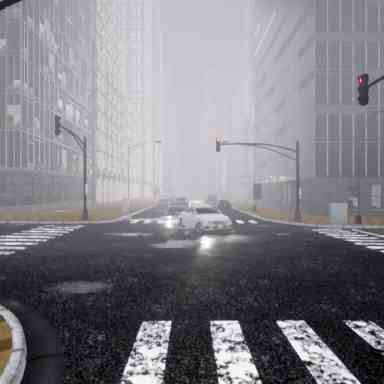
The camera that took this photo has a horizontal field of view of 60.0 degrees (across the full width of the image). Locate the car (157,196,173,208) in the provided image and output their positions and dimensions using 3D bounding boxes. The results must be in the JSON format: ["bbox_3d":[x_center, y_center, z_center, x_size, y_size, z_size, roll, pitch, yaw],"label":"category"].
[{"bbox_3d":[-4.027,1.592,47.283,1.802,1.307,4.206,0,0,0],"label":"car"}]

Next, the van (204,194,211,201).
[{"bbox_3d":[3.712,1.320,80.482,1.690,1.788,3.998,0,0,0],"label":"van"}]

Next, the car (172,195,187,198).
[{"bbox_3d":[-1.559,1.516,48.434,1.837,1.490,4.892,0,-1,0],"label":"car"}]

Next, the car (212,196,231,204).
[{"bbox_3d":[3.926,1.579,41.791,1.947,1.339,4.313,0,0,0],"label":"car"}]

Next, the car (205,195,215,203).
[{"bbox_3d":[3.759,1.431,69.428,1.967,1.590,4.097,0,0,0],"label":"car"}]

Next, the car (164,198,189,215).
[{"bbox_3d":[-1.507,1.617,34.304,1.895,1.301,4.718,0,0,0],"label":"car"}]

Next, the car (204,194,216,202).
[{"bbox_3d":[3.783,1.312,63.899,2.192,1.841,5.009,0,0,0],"label":"car"}]

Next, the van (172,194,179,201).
[{"bbox_3d":[-4.191,1.314,85.976,1.690,1.788,3.998,0,0,0],"label":"van"}]

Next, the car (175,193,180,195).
[{"bbox_3d":[-4.145,1.425,74.922,1.967,1.590,4.097,0,0,0],"label":"car"}]

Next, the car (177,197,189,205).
[{"bbox_3d":[-1.579,1.601,60.656,1.895,1.301,4.718,0,0,0],"label":"car"}]

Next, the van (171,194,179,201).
[{"bbox_3d":[-4.168,1.320,80.449,1.690,1.788,3.998,0,0,0],"label":"van"}]

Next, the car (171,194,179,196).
[{"bbox_3d":[-4.097,1.563,63.866,1.947,1.339,4.313,0,0,0],"label":"car"}]

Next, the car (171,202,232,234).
[{"bbox_3d":[0.598,1.548,19.943,1.812,1.442,4.674,-1,0,-24],"label":"car"}]
